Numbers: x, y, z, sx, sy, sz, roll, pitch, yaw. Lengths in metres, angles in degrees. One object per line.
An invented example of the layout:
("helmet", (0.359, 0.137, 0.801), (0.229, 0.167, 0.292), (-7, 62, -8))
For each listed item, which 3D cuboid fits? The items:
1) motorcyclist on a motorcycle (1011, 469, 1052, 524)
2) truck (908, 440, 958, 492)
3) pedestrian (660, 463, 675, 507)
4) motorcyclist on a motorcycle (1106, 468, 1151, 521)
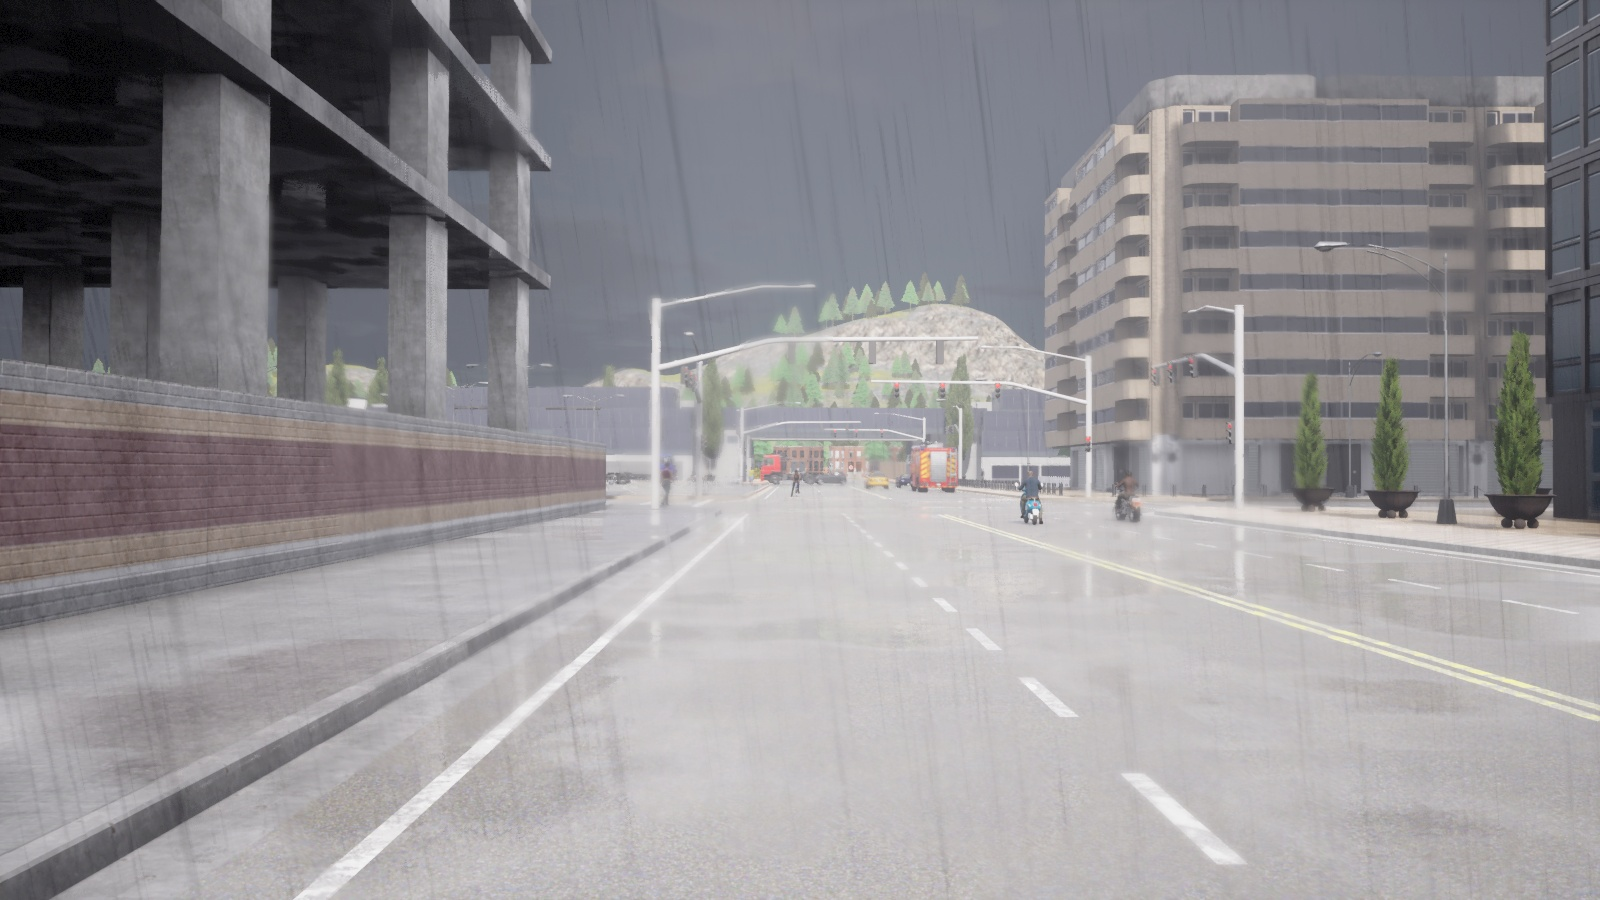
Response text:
("motorcyclist on a motorcycle", (6.898, 1.369, 37.519), (0.866, 1.590, 1.817), (0, -1, 0))
("truck", (10.232, 1.239, 97.301), (2.891, 3.827, 8.468), (0, -1, 0))
("pedestrian", (-5.479, 1.444, 51.885), (0.345, 1.836, 0.594), (-1, -1, 26))
("motorcyclist on a motorcycle", (10.392, 1.390, 39.816), (0.766, 1.649, 2.350), (0, -1, 0))
